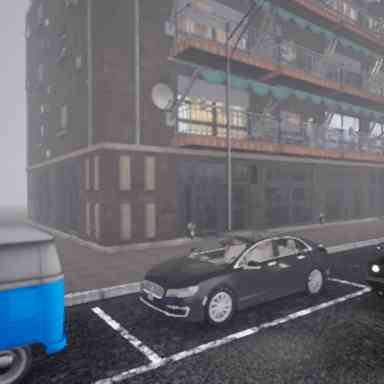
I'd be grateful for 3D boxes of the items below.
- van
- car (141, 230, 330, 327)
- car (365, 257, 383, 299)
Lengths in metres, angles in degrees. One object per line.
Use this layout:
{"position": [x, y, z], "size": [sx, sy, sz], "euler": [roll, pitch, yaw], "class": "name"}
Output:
{"position": [-3.474, 1.348, 3.623], "size": [3.998, 1.788, 1.690], "euler": [-1, 0, -35], "class": "van"}
{"position": [1.084, 1.514, 6.869], "size": [4.403, 1.369, 2.008], "euler": [-1, 0, -35], "class": "car"}
{"position": [5.682, 1.534, 7.013], "size": [4.718, 1.301, 1.895], "euler": [-1, 0, -35], "class": "car"}
